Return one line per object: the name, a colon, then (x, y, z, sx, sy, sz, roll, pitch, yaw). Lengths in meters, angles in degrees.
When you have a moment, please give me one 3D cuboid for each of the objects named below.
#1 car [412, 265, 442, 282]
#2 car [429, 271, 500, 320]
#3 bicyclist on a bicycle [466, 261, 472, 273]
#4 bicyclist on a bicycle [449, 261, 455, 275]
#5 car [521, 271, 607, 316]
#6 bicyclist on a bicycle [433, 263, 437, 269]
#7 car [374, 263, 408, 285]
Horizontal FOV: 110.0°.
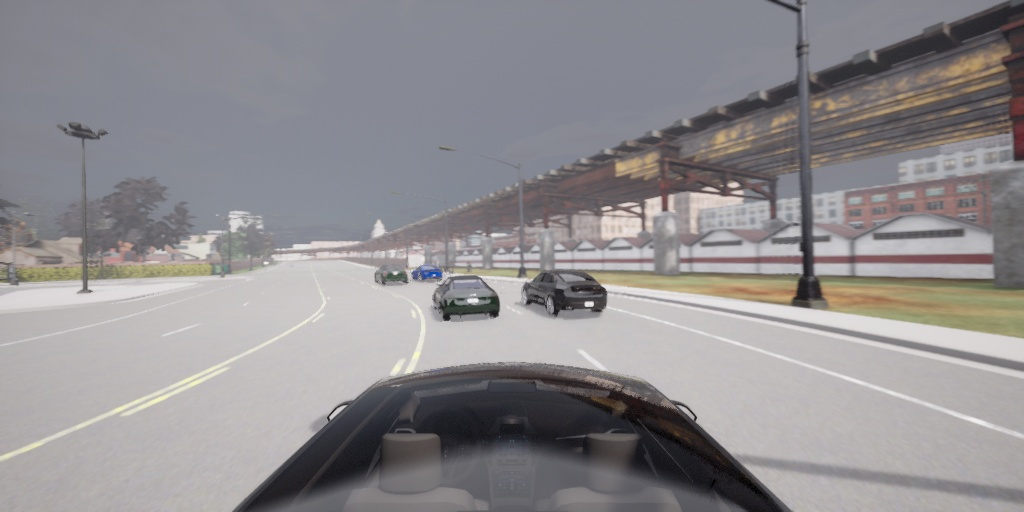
car: (-8.090, 1.583, 33.915, 1.882, 1.535, 5.008, -1, 0, -30)
car: (-1.819, 1.419, 13.417, 1.994, 1.385, 4.181, -1, 0, -17)
bicyclist on a bicycle: (-5.835, 1.436, 48.568, 0.582, 1.620, 1.656, -1, -1, -30)
bicyclist on a bicycle: (-7.163, 1.431, 42.386, 0.582, 1.620, 1.656, -1, -1, -20)
car: (1.783, 1.282, 13.641, 1.837, 1.490, 4.892, 0, 0, -16)
bicyclist on a bicycle: (-9.748, 1.655, 44.889, 1.656, 1.620, 0.582, -1, 0, 34)
car: (-10.565, 1.496, 31.135, 2.097, 1.767, 4.553, -1, 0, -29)
